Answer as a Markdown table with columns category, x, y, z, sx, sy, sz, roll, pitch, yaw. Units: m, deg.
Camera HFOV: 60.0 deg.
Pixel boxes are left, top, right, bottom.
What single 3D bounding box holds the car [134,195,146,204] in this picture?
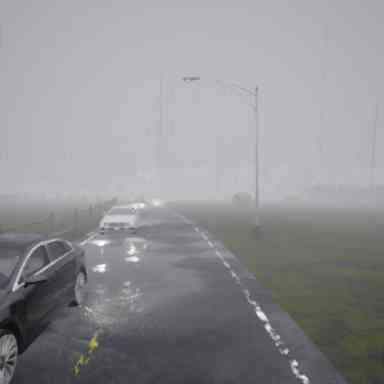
| category | x | y | z | sx | sy | sz | roll | pitch | yaw |
| --- | --- | --- | --- | --- | --- | --- | --- | --- | --- |
| car | -9.366 | 1.361 | 60.461 | 2.128 | 1.511 | 4.902 | 0 | 0 | -3 |

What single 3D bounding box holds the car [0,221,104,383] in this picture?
| category | x | y | z | sx | sy | sz | roll | pitch | yaw |
| --- | --- | --- | --- | --- | --- | --- | --- | --- | --- |
| car | -3.031 | 1.492 | 5.119 | 2.128 | 1.511 | 4.902 | 0 | 0 | -2 |

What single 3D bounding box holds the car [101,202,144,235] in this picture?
| category | x | y | z | sx | sy | sz | roll | pitch | yaw |
| --- | --- | --- | --- | --- | --- | --- | --- | --- | --- |
| car | -3.903 | 1.504 | 18.603 | 1.812 | 1.442 | 4.674 | 0 | 0 | -5 |
